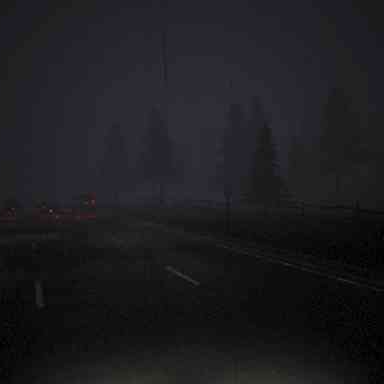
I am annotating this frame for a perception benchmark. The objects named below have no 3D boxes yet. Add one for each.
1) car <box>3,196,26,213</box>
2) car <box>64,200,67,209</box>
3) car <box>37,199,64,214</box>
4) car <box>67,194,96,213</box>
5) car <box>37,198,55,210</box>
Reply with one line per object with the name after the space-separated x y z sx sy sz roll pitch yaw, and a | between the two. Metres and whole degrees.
-20.033 1.505 37.434 1.837 1.490 4.892 0 0 -26 | car
-16.581 1.526 46.124 1.812 1.442 4.674 0 0 -26 | car
-15.171 1.601 35.481 1.895 1.301 4.718 0 0 -26 | car
-12.317 1.221 37.468 2.150 2.045 5.566 0 0 -26 | car
-19.037 1.564 43.332 1.994 1.385 4.181 0 0 -27 | car
